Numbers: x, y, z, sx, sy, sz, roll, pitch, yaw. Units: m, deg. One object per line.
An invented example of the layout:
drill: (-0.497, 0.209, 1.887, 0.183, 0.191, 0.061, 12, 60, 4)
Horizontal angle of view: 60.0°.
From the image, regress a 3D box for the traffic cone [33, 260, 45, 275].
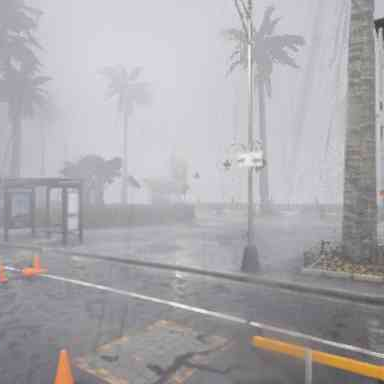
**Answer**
traffic cone: (-4.188, 2.137, 8.952, 0.580, 0.340, 0.340, 0, 1, -19)

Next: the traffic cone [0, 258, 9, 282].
traffic cone: (-5.036, 2.024, 8.708, 0.340, 0.580, 0.340, 0, -1, 36)

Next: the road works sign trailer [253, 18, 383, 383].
road works sign trailer: (1.947, 0.488, 3.250, 2.880, 3.560, 2.380, 0, -1, 33)

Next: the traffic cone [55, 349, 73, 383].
traffic cone: (-1.371, 1.984, 3.553, 0.340, 0.580, 0.340, 0, -1, 36)

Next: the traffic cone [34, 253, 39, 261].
traffic cone: (-4.446, 2.029, 9.515, 0.340, 0.580, 0.340, 0, -1, 36)
